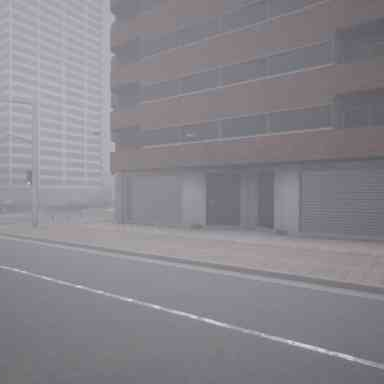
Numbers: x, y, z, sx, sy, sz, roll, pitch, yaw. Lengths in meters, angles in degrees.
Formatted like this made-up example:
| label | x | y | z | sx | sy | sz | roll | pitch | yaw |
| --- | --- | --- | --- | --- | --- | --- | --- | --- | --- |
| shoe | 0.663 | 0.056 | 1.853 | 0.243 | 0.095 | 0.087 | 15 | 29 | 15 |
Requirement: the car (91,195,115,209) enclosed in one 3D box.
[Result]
| label | x | y | z | sx | sy | sz | roll | pitch | yaw |
| --- | --- | --- | --- | --- | --- | --- | --- | --- | --- |
| car | -12.779 | 1.501 | 44.134 | 1.837 | 1.490 | 4.892 | 0 | 0 | 35 |

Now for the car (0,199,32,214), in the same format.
| label | x | y | z | sx | sy | sz | roll | pitch | yaw |
| --- | --- | --- | --- | --- | --- | --- | --- | --- | --- |
| car | -18.731 | 1.474 | 35.579 | 1.882 | 1.535 | 5.008 | 0 | 0 | 35 |

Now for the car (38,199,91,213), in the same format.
| label | x | y | z | sx | sy | sz | roll | pitch | yaw |
| --- | --- | --- | --- | --- | --- | --- | --- | --- | --- |
| car | -13.867 | 1.598 | 36.443 | 1.895 | 1.301 | 4.718 | 0 | 0 | 35 |
